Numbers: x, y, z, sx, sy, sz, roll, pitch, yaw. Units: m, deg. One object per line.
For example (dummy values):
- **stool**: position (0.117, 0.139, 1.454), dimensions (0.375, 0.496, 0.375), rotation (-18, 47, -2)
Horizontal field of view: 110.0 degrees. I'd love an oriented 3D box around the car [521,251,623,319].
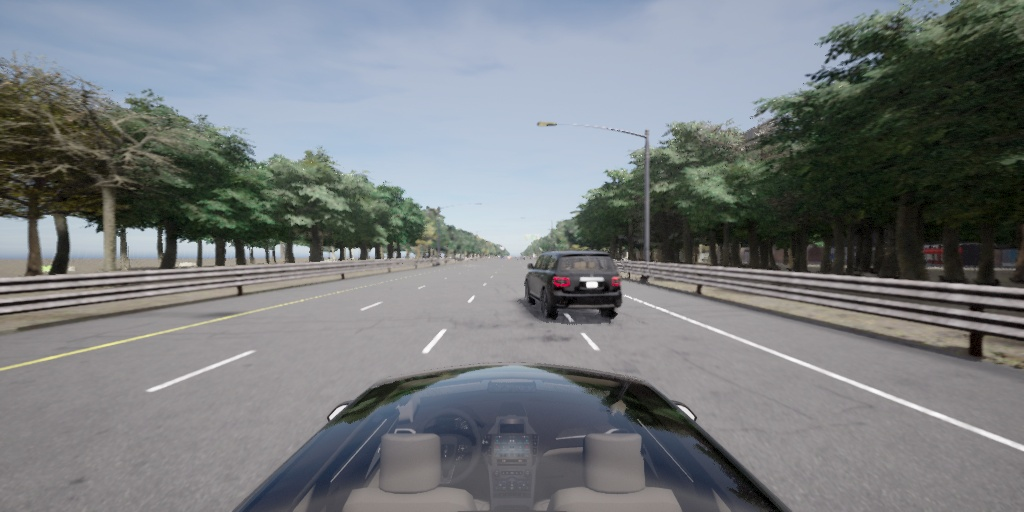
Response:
- **car**: position (1.858, 0.843, 12.391), dimensions (2.150, 2.045, 5.566), rotation (0, 1, -7)
